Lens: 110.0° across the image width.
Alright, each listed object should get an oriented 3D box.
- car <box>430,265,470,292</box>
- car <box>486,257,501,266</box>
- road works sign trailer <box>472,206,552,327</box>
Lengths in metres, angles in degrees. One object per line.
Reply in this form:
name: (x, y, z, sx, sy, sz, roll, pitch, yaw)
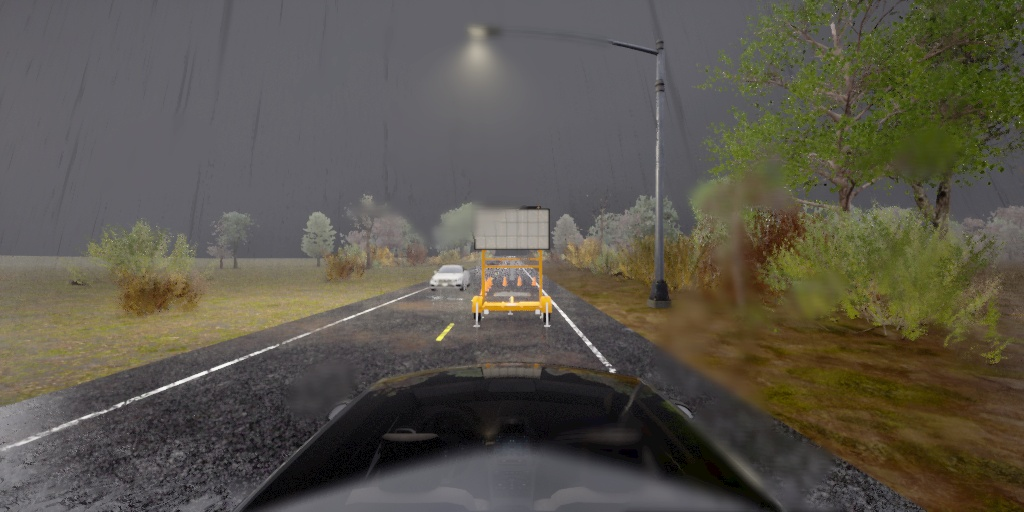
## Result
car: (-3.595, 1.271, 21.512, 1.812, 1.442, 4.674, 0, 0, 0)
car: (-3.544, 1.257, 64.428, 1.994, 1.385, 4.181, 0, 0, 0)
road works sign trailer: (0.002, 0.214, 11.529, 2.380, 3.560, 2.880, 0, 0, 0)
